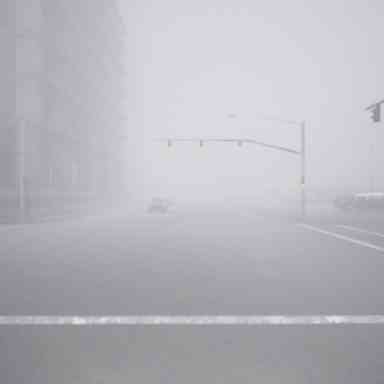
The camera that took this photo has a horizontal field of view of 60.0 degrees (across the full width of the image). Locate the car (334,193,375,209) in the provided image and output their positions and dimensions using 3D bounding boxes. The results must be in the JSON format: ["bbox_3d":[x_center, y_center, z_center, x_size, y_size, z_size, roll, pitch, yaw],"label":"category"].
[{"bbox_3d":[25.235,1.236,51.824,4.605,1.855,1.932,0,0,1],"label":"car"}]

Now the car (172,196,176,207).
[{"bbox_3d":[-3.612,1.391,52.327,2.097,1.767,4.553,0,0,1],"label":"car"}]

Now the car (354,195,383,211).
[{"bbox_3d":[25.216,1.474,46.245,3.806,1.475,1.970,0,0,1],"label":"car"}]

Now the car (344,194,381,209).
[{"bbox_3d":[25.253,1.445,49.140,3.905,1.438,1.784,0,0,1],"label":"car"}]

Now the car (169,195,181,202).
[{"bbox_3d":[-3.461,1.295,68.458,2.128,1.511,4.902,0,0,0],"label":"car"}]

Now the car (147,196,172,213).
[{"bbox_3d":[-3.716,1.381,37.108,2.097,1.767,4.553,0,0,0],"label":"car"}]
